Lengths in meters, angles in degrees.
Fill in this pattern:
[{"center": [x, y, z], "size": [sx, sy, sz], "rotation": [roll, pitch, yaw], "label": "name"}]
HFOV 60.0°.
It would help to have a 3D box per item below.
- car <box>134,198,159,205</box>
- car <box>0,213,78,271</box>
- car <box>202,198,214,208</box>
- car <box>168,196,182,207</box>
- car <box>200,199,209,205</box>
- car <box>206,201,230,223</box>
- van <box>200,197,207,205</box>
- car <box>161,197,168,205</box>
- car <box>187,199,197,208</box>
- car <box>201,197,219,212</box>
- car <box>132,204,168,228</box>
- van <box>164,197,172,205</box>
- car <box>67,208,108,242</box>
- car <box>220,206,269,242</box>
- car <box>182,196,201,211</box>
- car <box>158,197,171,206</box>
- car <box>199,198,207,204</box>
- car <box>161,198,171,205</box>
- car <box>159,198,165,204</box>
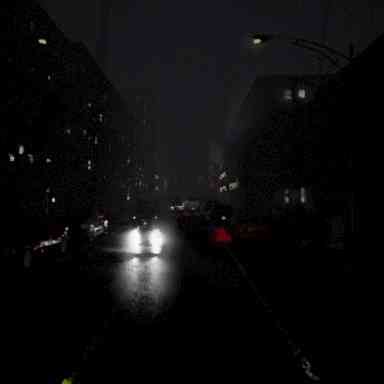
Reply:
[{"center": [-5.671, 1.637, 39.746], "size": [2.192, 1.841, 5.009], "rotation": [0, 0, 0], "label": "car"}, {"center": [-5.680, 1.632, 11.296], "size": [1.887, 1.381, 4.507], "rotation": [0, 0, 0], "label": "car"}, {"center": [2.713, 1.919, 56.810], "size": [1.967, 1.590, 4.097], "rotation": [0, -1, 0], "label": "car"}, {"center": [-2.987, 1.783, 65.612], "size": [2.150, 2.045, 5.566], "rotation": [0, 0, 0], "label": "car"}, {"center": [2.717, 2.227, 73.879], "size": [1.802, 1.307, 4.206], "rotation": [0, -1, 0], "label": "car"}, {"center": [2.364, 1.719, 27.381], "size": [1.837, 1.490, 4.892], "rotation": [0, 0, 0], "label": "car"}, {"center": [2.720, 2.045, 79.569], "size": [1.690, 1.788, 3.998], "rotation": [0, -1, 0], "label": "van"}, {"center": [-5.667, 1.919, 56.815], "size": [1.967, 1.590, 4.097], "rotation": [0, -1, 0], "label": "car"}, {"center": [0.021, 2.028, 61.366], "size": [1.837, 1.490, 4.892], "rotation": [0, -1, 0], "label": "car"}, {"center": [2.711, 1.689, 45.431], "size": [2.192, 1.841, 5.009], "rotation": [0, -1, 0], "label": "car"}, {"center": [-3.092, 1.789, 24.154], "size": [1.895, 1.301, 4.718], "rotation": [0, 0, 0], "label": "car"}, {"center": [-5.660, 2.045, 79.573], "size": [1.690, 1.788, 3.998], "rotation": [0, -1, 0], "label": "van"}, {"center": [-5.677, 1.571, 16.986], "size": [1.967, 1.590, 4.097], "rotation": [0, 0, 0], "label": "car"}, {"center": [2.702, 1.658, 17.149], "size": [1.752, 1.417, 4.829], "rotation": [0, 0, 0], "label": "car"}, {"center": [0.032, 1.623, 48.206], "size": [2.150, 2.045, 5.566], "rotation": [0, 0, 0], "label": "car"}, {"center": [-5.663, 1.903, 68.195], "size": [2.192, 1.841, 5.009], "rotation": [0, -1, 0], "label": "car"}, {"center": [2.720, 2.309, 85.257], "size": [1.887, 1.381, 4.507], "rotation": [0, -1, 0], "label": "car"}, {"center": [-5.663, 2.169, 73.714], "size": [1.752, 1.417, 4.829], "rotation": [0, -1, 0], "label": "car"}, {"center": [-5.669, 1.977, 51.124], "size": [2.008, 1.369, 4.403], "rotation": [0, -1, 0], "label": "car"}]
